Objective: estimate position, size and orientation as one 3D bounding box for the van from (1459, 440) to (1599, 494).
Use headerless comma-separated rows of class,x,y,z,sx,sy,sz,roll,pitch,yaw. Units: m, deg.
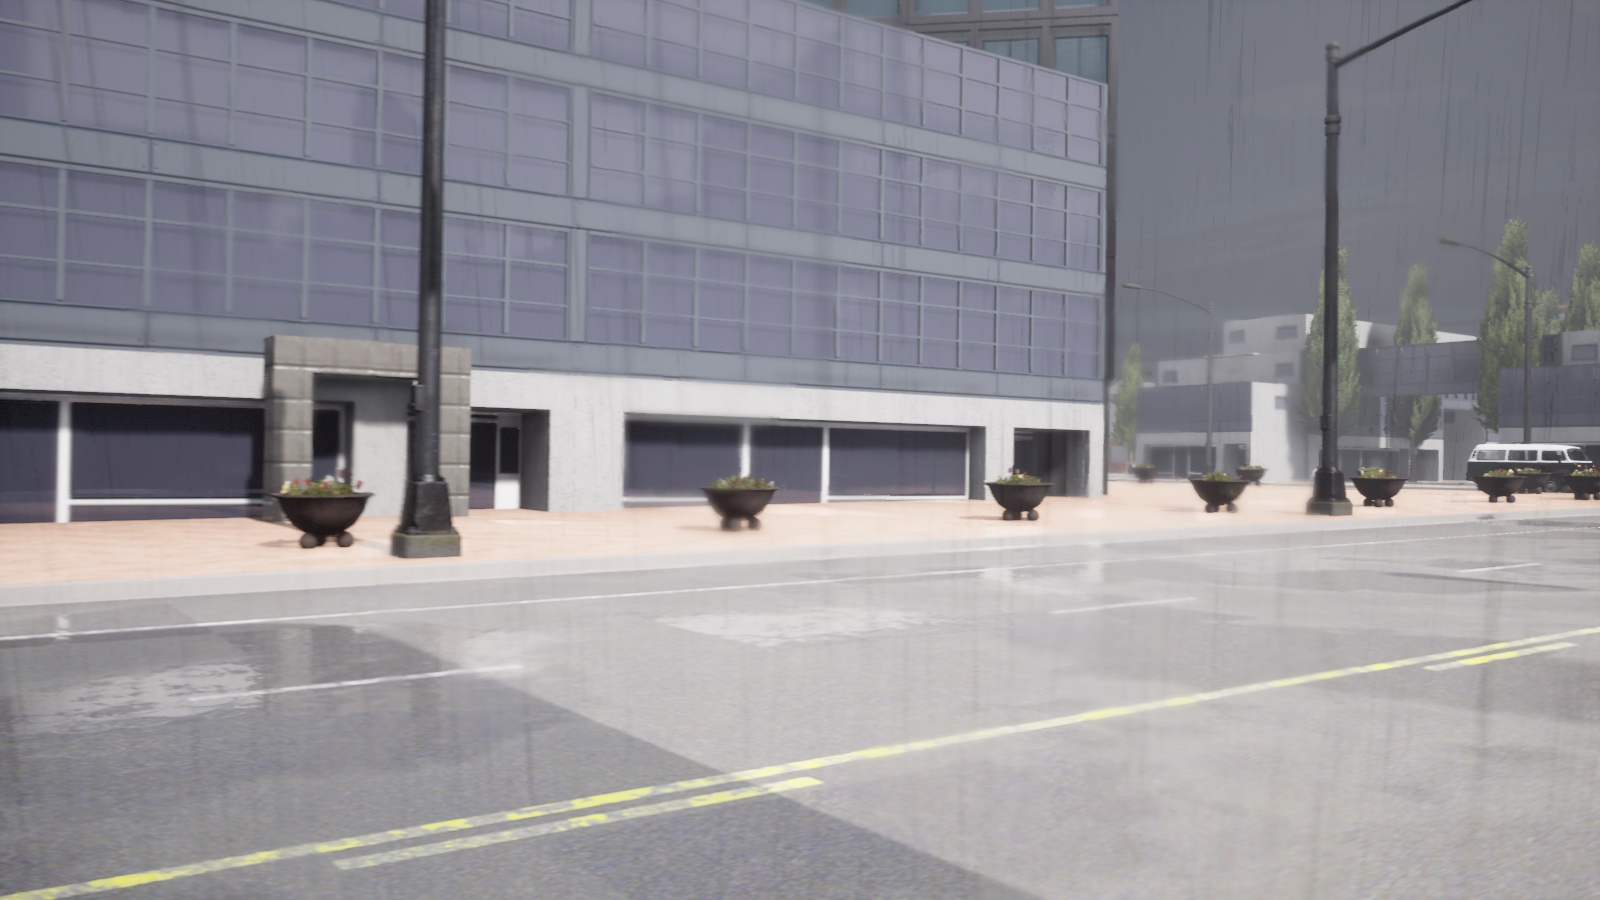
van,29.021,0.651,49.992,2.069,2.038,4.480,1,-1,-34
